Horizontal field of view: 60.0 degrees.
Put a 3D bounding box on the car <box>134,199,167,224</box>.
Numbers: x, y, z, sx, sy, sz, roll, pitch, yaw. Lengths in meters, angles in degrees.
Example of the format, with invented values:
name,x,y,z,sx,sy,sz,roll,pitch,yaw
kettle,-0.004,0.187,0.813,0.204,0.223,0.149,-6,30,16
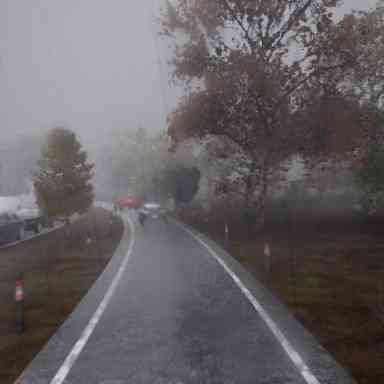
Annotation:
name,x,y,z,sx,sy,sz,roll,pitch,yaw
car,-2.902,1.436,23.763,1.812,1.442,4.674,-1,0,-13

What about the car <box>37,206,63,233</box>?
name,x,y,z,sx,sy,sz,roll,pitch,yaw
car,-10.148,1.706,21.259,2.097,1.535,5.008,0,-1,-7

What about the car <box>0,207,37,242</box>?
name,x,y,z,sx,sy,sz,roll,pitch,yaw
car,-9.485,1.691,15.588,2.231,1.521,4.892,0,0,-5

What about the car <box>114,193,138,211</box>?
name,x,y,z,sx,sy,sz,roll,pitch,yaw
car,-7.931,1.104,39.759,2.150,2.045,5.566,-1,1,-22
